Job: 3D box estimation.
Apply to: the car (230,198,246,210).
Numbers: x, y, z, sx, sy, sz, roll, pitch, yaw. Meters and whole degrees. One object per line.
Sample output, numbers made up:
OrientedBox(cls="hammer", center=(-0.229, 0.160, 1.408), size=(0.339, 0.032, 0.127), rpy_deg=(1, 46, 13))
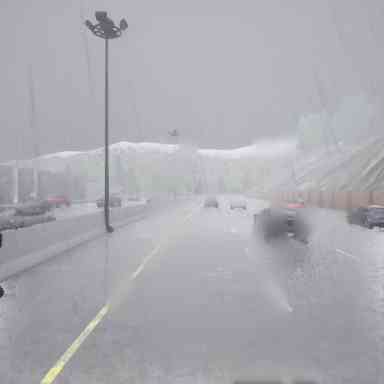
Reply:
OrientedBox(cls="car", center=(6.049, 1.522, 43.766), size=(1.812, 1.442, 4.674), rpy_deg=(0, 0, 4))

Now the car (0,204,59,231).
OrientedBox(cls="car", center=(-9.906, 1.599, 19.373), size=(1.895, 1.301, 4.718), rpy_deg=(0, 0, 3))

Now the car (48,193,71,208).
OrientedBox(cls="car", center=(-18.585, 1.220, 45.583), size=(2.150, 2.045, 5.566), rpy_deg=(0, 0, 4))

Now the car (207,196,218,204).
OrientedBox(cls="car", center=(3.947, 1.543, 64.207), size=(2.033, 1.411, 5.357), rpy_deg=(0, 0, 4))

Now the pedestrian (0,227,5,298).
OrientedBox(cls="pedestrian", center=(-4.265, 1.293, 7.013), size=(0.375, 1.860, 0.375), rpy_deg=(0, 0, 2))

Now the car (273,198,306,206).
OrientedBox(cls="car", center=(8.539, 1.349, 30.418), size=(2.097, 1.767, 4.553), rpy_deg=(0, 0, 4))

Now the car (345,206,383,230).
OrientedBox(cls="car", center=(11.415, 1.562, 21.095), size=(1.994, 1.385, 4.181), rpy_deg=(0, 0, 3))

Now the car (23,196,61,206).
OrientedBox(cls="car", center=(-15.957, 1.489, 34.253), size=(2.128, 1.511, 4.902), rpy_deg=(0, 0, 4))

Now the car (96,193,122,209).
OrientedBox(cls="car", center=(-11.489, 1.219, 46.542), size=(2.150, 2.045, 5.566), rpy_deg=(0, 0, 4))

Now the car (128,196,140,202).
OrientedBox(cls="car", center=(-13.074, 1.525, 75.330), size=(2.033, 1.411, 5.357), rpy_deg=(0, 0, 3))

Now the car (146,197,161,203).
OrientedBox(cls="car", center=(-6.970, 1.596, 60.400), size=(1.895, 1.301, 4.718), rpy_deg=(0, 0, 4))

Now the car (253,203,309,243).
OrientedBox(cls="car", center=(4.146, 1.505, 16.000), size=(1.837, 1.490, 4.892), rpy_deg=(0, 0, 3))

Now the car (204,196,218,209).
OrientedBox(cls="car", center=(2.738, 1.597, 46.315), size=(1.895, 1.301, 4.718), rpy_deg=(0, 0, 4))
